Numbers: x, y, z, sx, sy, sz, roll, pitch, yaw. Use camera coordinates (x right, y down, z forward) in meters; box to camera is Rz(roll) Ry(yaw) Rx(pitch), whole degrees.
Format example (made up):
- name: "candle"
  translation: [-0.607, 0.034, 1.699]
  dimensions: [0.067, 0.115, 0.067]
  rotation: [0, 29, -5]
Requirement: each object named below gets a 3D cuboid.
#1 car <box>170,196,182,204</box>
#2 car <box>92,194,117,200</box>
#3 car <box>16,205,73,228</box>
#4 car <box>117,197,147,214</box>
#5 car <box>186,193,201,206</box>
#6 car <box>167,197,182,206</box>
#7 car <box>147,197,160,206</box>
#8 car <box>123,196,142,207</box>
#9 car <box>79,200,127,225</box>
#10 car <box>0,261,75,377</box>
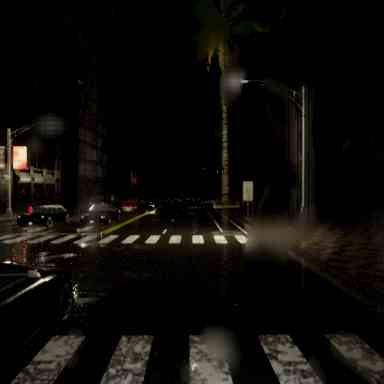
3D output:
- name: "car"
  translation: [-2.977, 1.571, 63.844]
  dimensions: [2.033, 1.411, 5.357]
  rotation: [0, 0, 0]
- name: "car"
  translation: [-9.684, 1.210, 36.884]
  dimensions: [2.150, 2.045, 5.566]
  rotation: [0, 0, 0]
- name: "car"
  translation: [-9.767, 1.593, 22.386]
  dimensions: [1.895, 1.301, 4.718]
  rotation: [0, 0, 1]
- name: "car"
  translation: [-6.438, 1.518, 36.015]
  dimensions: [1.812, 1.442, 4.674]
  rotation: [0, 0, 0]
- name: "car"
  translation: [0.229, 1.228, 53.438]
  dimensions: [2.150, 2.045, 5.566]
  rotation: [0, 0, 0]
- name: "car"
  translation: [-3.020, 1.571, 53.839]
  dimensions: [1.994, 1.385, 4.181]
  rotation: [0, 0, 0]
- name: "car"
  translation: [-6.311, 1.513, 53.682]
  dimensions: [1.837, 1.490, 4.892]
  rotation: [0, 0, 1]
- name: "car"
  translation: [-9.555, 1.500, 54.038]
  dimensions: [2.128, 1.511, 4.902]
  rotation: [0, 0, 1]
- name: "car"
  translation: [-6.495, 1.539, 24.189]
  dimensions: [2.033, 1.411, 5.357]
  rotation: [0, 0, 0]
- name: "car"
  translation: [-3.130, 1.562, 4.392]
  dimensions: [1.994, 1.385, 4.181]
  rotation: [0, 0, 0]
